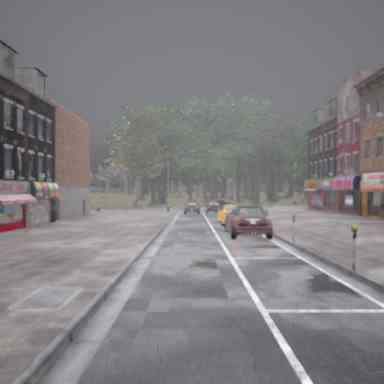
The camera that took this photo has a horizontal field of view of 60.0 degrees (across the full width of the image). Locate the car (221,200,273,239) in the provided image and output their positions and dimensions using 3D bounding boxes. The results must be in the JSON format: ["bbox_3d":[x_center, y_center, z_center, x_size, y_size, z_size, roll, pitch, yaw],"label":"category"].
[{"bbox_3d":[2.986,1.504,18.378,2.097,1.767,4.553,0,0,0],"label":"car"}]

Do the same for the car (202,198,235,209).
[{"bbox_3d":[4.226,1.856,52.461,4.892,1.490,1.837,-2,0,-24],"label":"car"}]

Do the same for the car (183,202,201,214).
[{"bbox_3d":[0.025,1.869,39.433,1.812,1.442,4.674,0,-1,1],"label":"car"}]

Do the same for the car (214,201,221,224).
[{"bbox_3d":[3.012,1.691,25.408,1.882,1.535,5.008,0,-1,0],"label":"car"}]

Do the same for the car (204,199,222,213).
[{"bbox_3d":[2.621,1.908,41.583,1.887,1.381,4.507,-1,-1,0],"label":"car"}]
